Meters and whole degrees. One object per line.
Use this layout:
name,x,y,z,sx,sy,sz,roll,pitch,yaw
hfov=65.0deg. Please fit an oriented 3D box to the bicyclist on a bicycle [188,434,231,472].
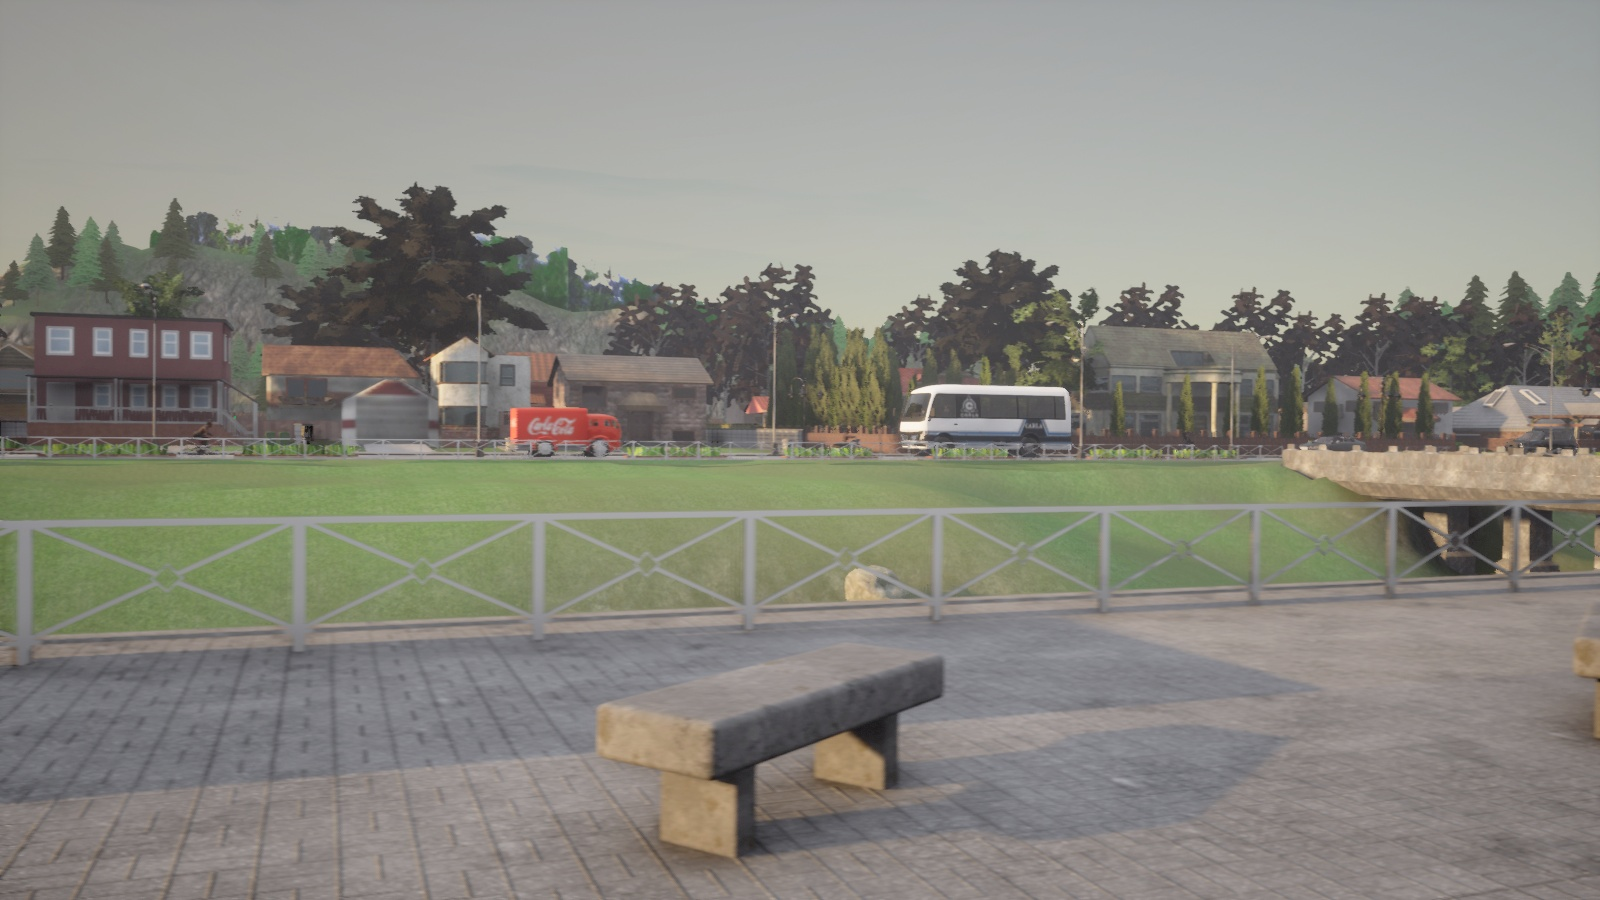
bicyclist on a bicycle,-26.132,0.129,55.569,1.656,1.620,0.582,-1,1,-21

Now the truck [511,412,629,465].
truck,-11.222,-0.563,61.220,5.204,2.467,2.627,-1,1,-21

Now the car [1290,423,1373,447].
car,35.163,-0.975,83.103,4.902,1.511,2.128,-1,1,-21

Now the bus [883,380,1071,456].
bus,10.367,-1.888,73.679,10.273,4.253,3.944,-1,1,-21

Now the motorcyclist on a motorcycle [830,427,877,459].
motorcyclist on a motorcycle,2.828,-0.364,66.556,2.350,1.649,0.766,-1,1,-21
